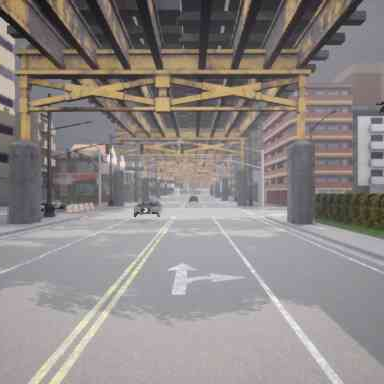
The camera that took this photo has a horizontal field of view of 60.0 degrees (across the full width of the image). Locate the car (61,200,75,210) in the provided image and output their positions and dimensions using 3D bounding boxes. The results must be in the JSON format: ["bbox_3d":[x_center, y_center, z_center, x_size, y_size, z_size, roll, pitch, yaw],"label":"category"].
[{"bbox_3d":[-16.617,1.295,39.823,4.536,1.218,1.853,0,0,-20],"label":"car"}]

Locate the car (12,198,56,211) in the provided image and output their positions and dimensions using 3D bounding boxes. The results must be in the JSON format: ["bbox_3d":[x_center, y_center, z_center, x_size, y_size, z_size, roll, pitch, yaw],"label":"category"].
[{"bbox_3d":[-16.963,1.295,35.705,4.536,1.218,1.853,0,0,25],"label":"car"}]

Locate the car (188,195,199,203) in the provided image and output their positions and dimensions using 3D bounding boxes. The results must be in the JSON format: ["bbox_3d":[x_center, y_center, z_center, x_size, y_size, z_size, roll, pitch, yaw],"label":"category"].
[{"bbox_3d":[0.347,1.489,71.231,1.837,1.490,4.892,0,0,0],"label":"car"}]

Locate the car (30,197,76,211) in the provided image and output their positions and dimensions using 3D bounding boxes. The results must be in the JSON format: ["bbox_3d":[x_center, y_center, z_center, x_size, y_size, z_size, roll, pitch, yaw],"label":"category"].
[{"bbox_3d":[-16.569,1.453,39.840,4.974,1.542,2.038,0,0,-20],"label":"car"}]

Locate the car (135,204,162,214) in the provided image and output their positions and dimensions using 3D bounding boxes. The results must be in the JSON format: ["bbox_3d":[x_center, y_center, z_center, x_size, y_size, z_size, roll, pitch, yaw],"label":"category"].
[{"bbox_3d":[-3.373,1.207,26.164,1.994,1.385,4.181,0,0,0],"label":"car"}]

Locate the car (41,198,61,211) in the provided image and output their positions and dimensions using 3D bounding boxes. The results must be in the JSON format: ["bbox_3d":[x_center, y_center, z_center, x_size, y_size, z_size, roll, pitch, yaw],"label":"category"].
[{"bbox_3d":[-16.916,1.453,35.683,4.974,1.542,2.038,0,0,25],"label":"car"}]
